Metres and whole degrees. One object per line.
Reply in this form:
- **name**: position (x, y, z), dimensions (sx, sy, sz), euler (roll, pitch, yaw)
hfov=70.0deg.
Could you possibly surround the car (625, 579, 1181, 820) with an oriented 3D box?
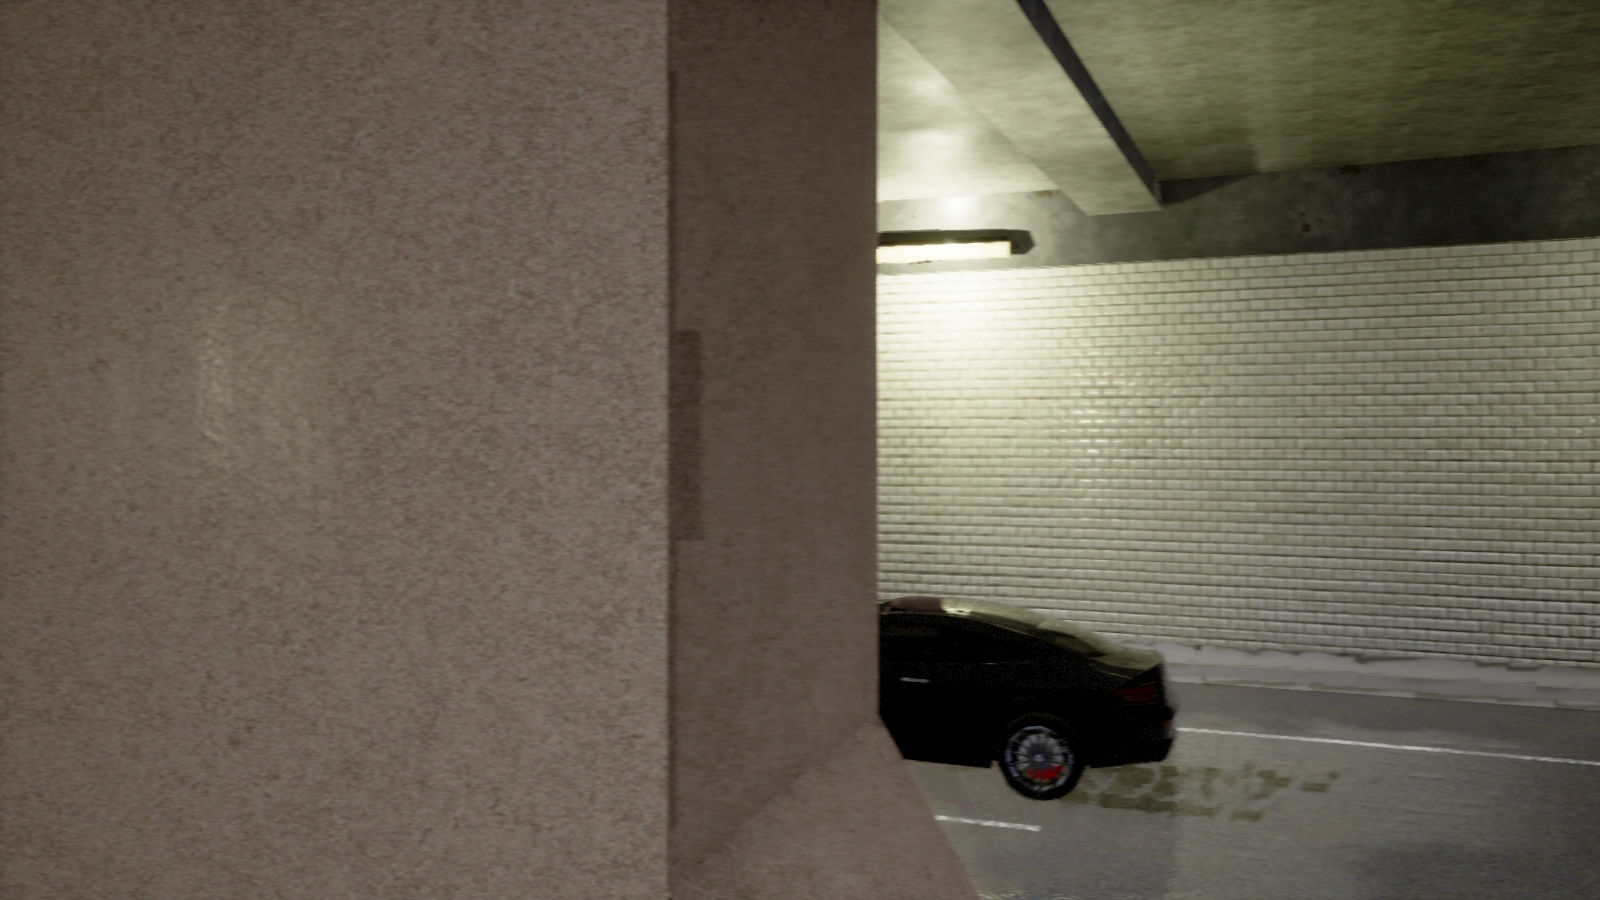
- **car**: position (0.976, 2.079, 10.350), dimensions (4.674, 1.442, 2.002), euler (0, 0, 19)
